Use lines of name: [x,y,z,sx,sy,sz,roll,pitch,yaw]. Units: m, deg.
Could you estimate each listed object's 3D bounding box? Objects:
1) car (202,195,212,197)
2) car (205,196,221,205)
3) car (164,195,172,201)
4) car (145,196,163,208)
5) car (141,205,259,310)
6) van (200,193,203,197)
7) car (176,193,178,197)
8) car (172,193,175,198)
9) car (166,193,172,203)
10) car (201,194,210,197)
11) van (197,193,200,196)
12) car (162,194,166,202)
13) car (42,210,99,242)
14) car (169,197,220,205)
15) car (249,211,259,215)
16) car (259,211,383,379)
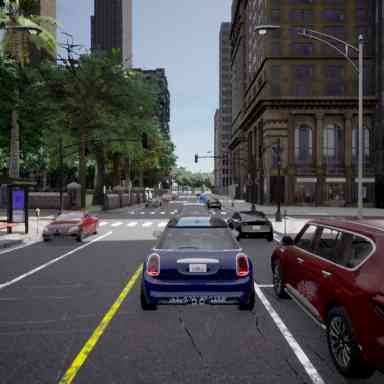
car: [2.762,1.544,48.158,1.947,1.339,4.313,0,0,0]
car: [2.762,1.547,42.738,1.947,1.339,4.313,0,0,0]
car: [-5.761,1.466,80.531,1.752,1.417,4.829,0,0,0]
car: [-5.763,1.529,48.178,2.008,1.369,4.403,0,0,0]
car: [0.103,1.351,7.950,2.097,1.767,4.553,0,0,0]
van: [2.762,1.309,58.999,1.690,1.788,3.998,0,0,0]
car: [-5.760,1.239,91.541,2.192,1.841,5.009,0,0,0]
car: [-5.762,1.264,75.280,2.192,1.841,5.009,0,0,0]
car: [-5.762,1.396,69.860,1.967,1.590,4.097,0,0,0]
car: [2.763,1.499,53.748,1.752,1.417,4.829,0,0,0]
van: [2.764,1.282,80.680,1.690,1.788,3.998,0,0,0]
car: [-5.763,1.414,53.598,1.967,1.590,4.097,0,0,0]
car: [-5.765,1.578,16.319,1.802,1.307,4.206,0,0,0]
car: [0.102,1.348,17.484,2.097,1.767,4.553,0,0,0]
car: [2.760,1.562,16.301,1.947,1.339,4.313,0,0,0]
car: [2.758,1.314,5.450,2.192,1.841,5.009,0,0,0]
